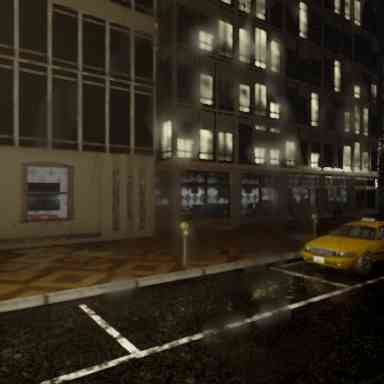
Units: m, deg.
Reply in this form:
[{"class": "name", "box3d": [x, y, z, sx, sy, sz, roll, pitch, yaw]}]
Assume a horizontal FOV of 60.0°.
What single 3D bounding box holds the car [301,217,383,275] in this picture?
[{"class": "car", "box3d": [5.403, 1.510, 10.414, 4.829, 1.417, 1.752, 0, 0, -36]}]
